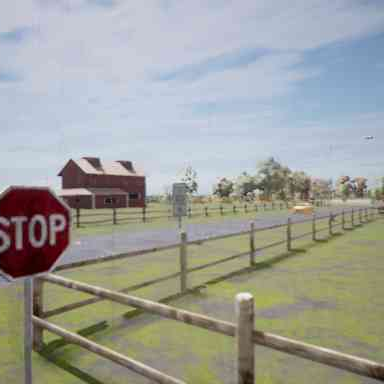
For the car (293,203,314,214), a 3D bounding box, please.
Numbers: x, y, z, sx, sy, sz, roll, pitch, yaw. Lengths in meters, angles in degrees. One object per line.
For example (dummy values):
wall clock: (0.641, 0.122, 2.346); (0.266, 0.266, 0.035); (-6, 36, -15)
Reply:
car: (16.214, 2.393, 48.317); (1.882, 1.535, 5.008); (-2, -2, 35)
